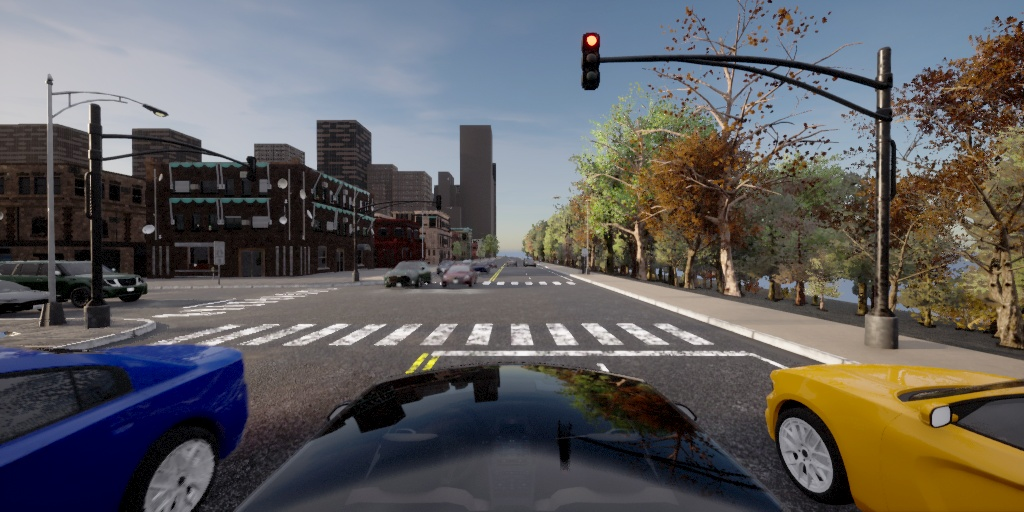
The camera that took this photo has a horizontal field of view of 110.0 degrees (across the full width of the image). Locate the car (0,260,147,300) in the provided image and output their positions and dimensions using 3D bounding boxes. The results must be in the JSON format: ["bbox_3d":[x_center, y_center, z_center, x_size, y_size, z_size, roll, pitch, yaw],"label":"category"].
[{"bbox_3d":[-20.012,1.194,16.183,5.566,2.045,2.150,-1,1,0],"label":"car"}]

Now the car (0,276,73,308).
[{"bbox_3d":[-19.960,1.565,13.482,4.313,1.339,1.948,0,0,0],"label":"car"}]

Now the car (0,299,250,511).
[{"bbox_3d":[-3.350,1.228,1.198,1.882,1.535,5.008,0,0,0],"label":"car"}]

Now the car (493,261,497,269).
[{"bbox_3d":[-3.393,1.294,56.512,1.994,1.385,4.181,0,0,0],"label":"car"}]

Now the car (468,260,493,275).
[{"bbox_3d":[-3.391,1.339,38.574,1.895,1.301,4.718,0,0,0],"label":"car"}]

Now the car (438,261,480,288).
[{"bbox_3d":[-3.375,1.269,23.695,1.812,1.442,4.674,0,0,0],"label":"car"}]

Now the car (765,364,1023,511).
[{"bbox_3d":[3.351,1.228,1.378,1.882,1.535,5.008,0,0,0],"label":"car"}]

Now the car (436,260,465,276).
[{"bbox_3d":[-6.641,1.229,37.674,2.128,1.511,4.902,0,0,0],"label":"car"}]

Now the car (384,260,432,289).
[{"bbox_3d":[-6.624,1.095,23.264,2.097,1.767,4.553,0,0,0],"label":"car"}]

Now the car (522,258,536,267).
[{"bbox_3d":[3.272,1.290,64.483,1.994,1.385,4.181,0,0,1],"label":"car"}]
